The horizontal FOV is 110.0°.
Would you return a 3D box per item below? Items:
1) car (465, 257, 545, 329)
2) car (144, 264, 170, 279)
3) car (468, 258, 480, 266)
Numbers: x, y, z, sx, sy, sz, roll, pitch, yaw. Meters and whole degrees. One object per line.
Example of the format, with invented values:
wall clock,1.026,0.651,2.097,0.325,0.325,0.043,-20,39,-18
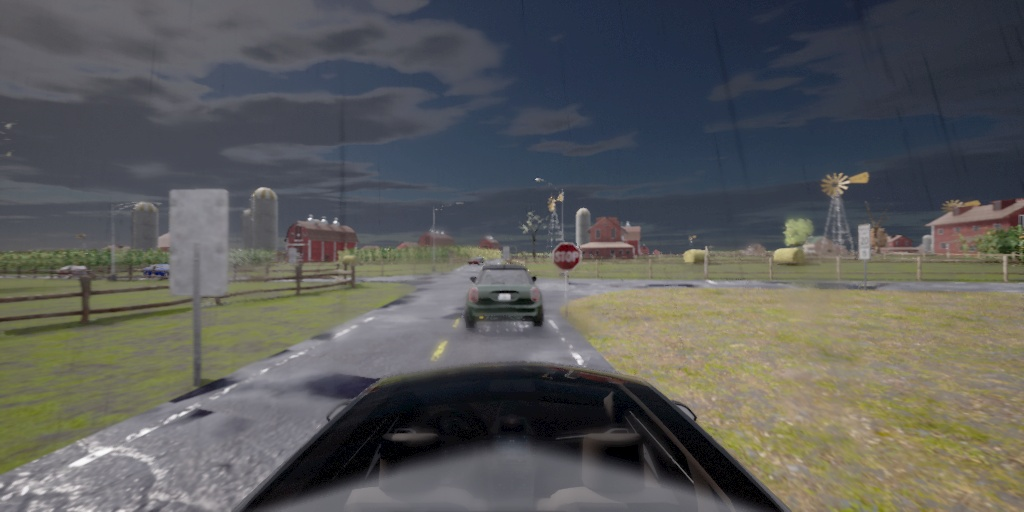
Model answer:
car,-0.262,1.037,11.211,2.097,1.767,4.553,0,0,-2
car,-35.093,1.536,36.555,5.008,1.535,1.882,-1,0,20
car,-6.480,0.992,61.576,1.895,1.301,4.718,0,0,-3
